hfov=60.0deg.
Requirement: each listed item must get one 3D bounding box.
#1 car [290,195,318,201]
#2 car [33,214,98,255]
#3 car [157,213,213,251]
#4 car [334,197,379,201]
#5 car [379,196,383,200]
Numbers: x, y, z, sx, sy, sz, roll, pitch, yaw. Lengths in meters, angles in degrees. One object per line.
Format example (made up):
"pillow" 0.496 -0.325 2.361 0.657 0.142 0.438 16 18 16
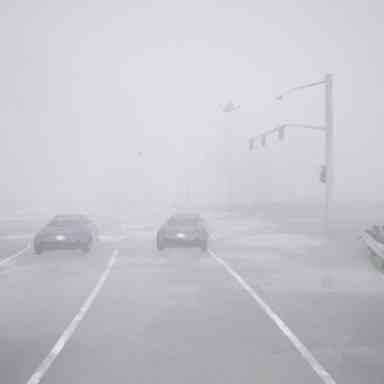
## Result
"car" 18.741 1.313 55.704 4.553 1.767 2.097 0 0 -10
"car" -5.020 1.589 13.698 1.994 1.385 4.181 0 0 -11
"car" -0.207 1.573 14.224 1.994 1.385 4.181 0 0 6
"car" 22.637 1.547 45.766 4.718 1.301 1.895 0 0 -10
"car" 34.586 1.267 58.599 4.553 1.767 2.097 0 0 -13
